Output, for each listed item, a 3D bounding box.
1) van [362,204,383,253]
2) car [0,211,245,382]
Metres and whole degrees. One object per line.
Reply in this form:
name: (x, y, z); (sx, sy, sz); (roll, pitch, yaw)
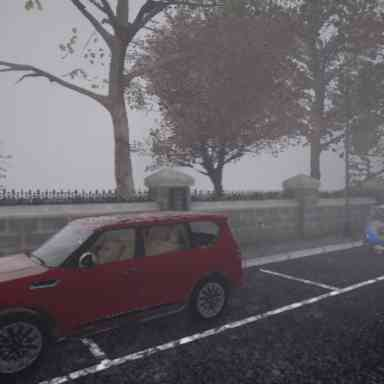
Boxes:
van: (7.853, 1.305, 12.147); (3.998, 1.788, 1.690); (0, 0, -35)
car: (-1.319, 1.310, 5.616); (5.009, 1.841, 2.192); (0, 0, -35)
